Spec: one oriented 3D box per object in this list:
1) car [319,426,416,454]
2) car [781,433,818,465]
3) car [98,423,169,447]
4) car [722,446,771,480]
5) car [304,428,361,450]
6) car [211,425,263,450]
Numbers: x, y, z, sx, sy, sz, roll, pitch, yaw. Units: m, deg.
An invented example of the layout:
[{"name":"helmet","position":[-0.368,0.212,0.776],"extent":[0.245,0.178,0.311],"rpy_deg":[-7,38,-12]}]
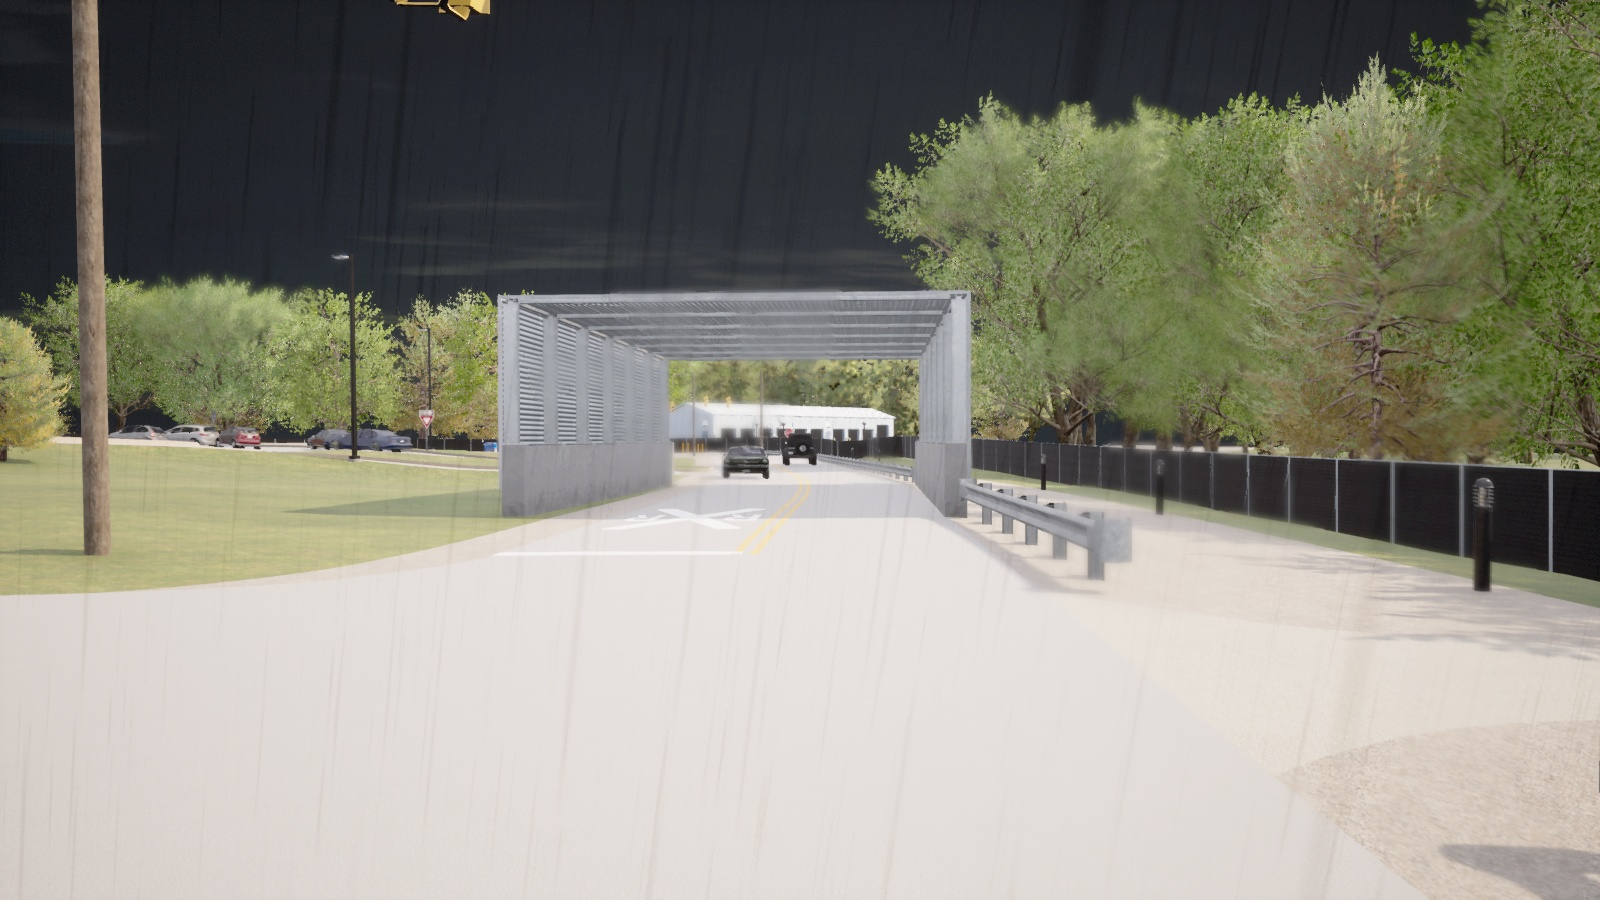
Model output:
[{"name":"car","position":[-25.098,-0.579,72.777],"extent":[5.357,1.411,2.033],"rpy_deg":[2,1,25]},{"name":"car","position":[-0.056,-0.073,74.507],"extent":[1.905,1.878,3.866],"rpy_deg":[0,1,-3]},{"name":"car","position":[-46.178,-1.034,87.069],"extent":[3.988,1.617,1.851],"rpy_deg":[0,-2,8]},{"name":"car","position":[-2.177,0.500,51.016],"extent":[1.895,1.301,4.718],"rpy_deg":[0,0,-2]},{"name":"car","position":[-31.664,-0.780,84.916],"extent":[2.033,1.411,5.357],"rpy_deg":[-2,2,-38]},{"name":"car","position":[-37.525,-0.841,83.668],"extent":[3.705,1.549,1.789],"rpy_deg":[1,-2,43]}]
